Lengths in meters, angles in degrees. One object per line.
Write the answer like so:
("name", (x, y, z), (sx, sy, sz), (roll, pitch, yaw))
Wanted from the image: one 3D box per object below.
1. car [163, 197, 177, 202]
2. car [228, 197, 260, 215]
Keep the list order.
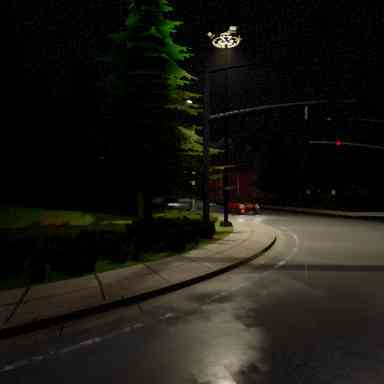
("car", (-4.214, 1.600, 64.923), (1.895, 1.301, 4.718), (0, 0, -17))
("car", (4.972, 1.352, 33.292), (2.097, 1.767, 4.553), (0, 0, -15))
